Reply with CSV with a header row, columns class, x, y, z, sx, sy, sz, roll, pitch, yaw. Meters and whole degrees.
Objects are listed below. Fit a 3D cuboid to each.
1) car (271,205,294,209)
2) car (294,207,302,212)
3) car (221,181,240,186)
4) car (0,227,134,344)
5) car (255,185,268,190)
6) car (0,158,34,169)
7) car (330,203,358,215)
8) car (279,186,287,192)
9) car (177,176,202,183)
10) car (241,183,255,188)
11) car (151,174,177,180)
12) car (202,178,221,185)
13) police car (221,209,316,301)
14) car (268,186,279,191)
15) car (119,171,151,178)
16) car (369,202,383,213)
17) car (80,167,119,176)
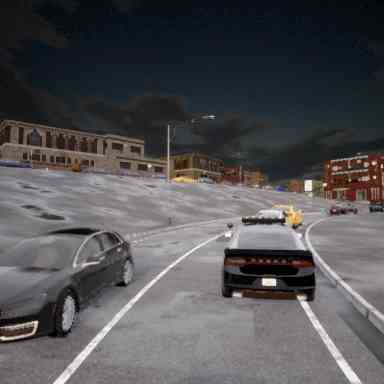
class,x,y,z,sx,sy,sz,roll,pitch,yaw
car,4.250,1.639,17.743,1.812,1.442,4.674,-1,-1,19
car,6.425,1.660,23.042,1.882,1.535,5.008,-2,-2,25
car,6.813,-1.398,67.074,4.792,1.488,2.163,4,-6,-45
car,-2.657,1.557,6.865,1.837,1.490,4.892,-1,-1,8
car,14.331,-0.856,75.004,2.231,1.521,4.892,-4,-6,43
car,-22.154,-3.300,41.344,4.553,1.767,2.185,3,-5,-40
car,18.826,2.071,41.350,4.674,1.442,1.812,1,-4,-41
car,21.706,-0.436,83.487,2.435,2.045,5.566,-3,-6,40
car,-1.250,-1.989,59.248,5.008,1.535,2.097,4,-6,-42
car,10.648,-1.103,71.032,2.002,1.452,4.674,-4,-6,44
car,-5.353,-2.216,55.520,4.674,1.452,2.002,4,-5,-41
car,2.754,-1.842,63.053,4.553,1.767,2.185,4,-6,-43
police car,1.851,1.456,8.618,1.930,1.638,5.238,-1,0,10
car,18.065,-0.659,79.222,2.185,1.767,4.553,-4,-6,41
car,-9.535,-2.512,51.885,4.892,1.521,2.231,3,-5,-40
car,27.898,2.250,49.013,4.902,1.511,2.128,2,-4,-39
car,-13.763,-2.742,48.344,4.892,1.521,2.231,3,-5,-40
